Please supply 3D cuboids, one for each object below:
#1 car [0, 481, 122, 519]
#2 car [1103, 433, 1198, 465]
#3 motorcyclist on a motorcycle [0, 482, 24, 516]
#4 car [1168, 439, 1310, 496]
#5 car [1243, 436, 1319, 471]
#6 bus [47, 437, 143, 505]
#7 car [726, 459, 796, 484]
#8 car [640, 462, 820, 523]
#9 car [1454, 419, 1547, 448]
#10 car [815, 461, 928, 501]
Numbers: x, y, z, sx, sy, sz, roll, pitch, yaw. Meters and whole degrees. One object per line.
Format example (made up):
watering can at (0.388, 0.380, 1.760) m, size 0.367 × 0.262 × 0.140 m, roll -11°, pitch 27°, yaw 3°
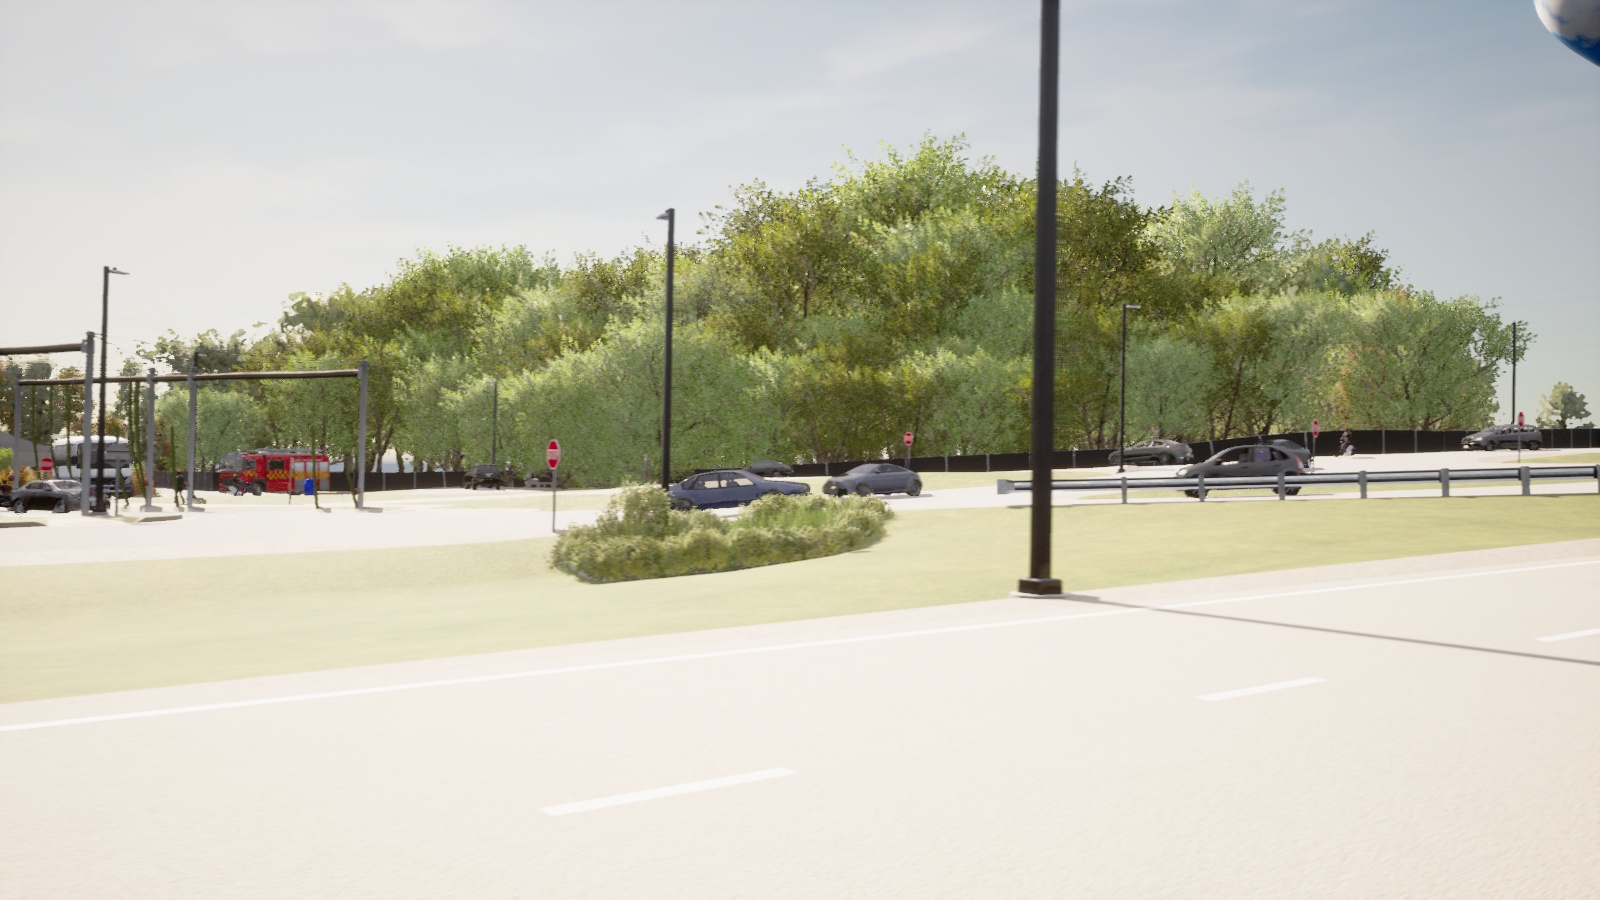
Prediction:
car at (-30.499, 2.065, 51.784) m, size 4.902 × 1.511 × 2.128 m, roll -2°, pitch -2°, yaw 29°
car at (21.029, -0.016, 75.436) m, size 2.152 × 1.651 × 5.027 m, roll 1°, pitch -4°, yaw -44°
motorcyclist on a motorcycle at (-39.830, 2.446, 62.695) m, size 2.350 × 1.649 × 0.766 m, roll -1°, pitch -2°, yaw 29°
car at (13.770, 0.575, 39.604) m, size 3.988 × 1.617 × 1.851 m, roll -2°, pitch -2°, yaw 13°
car at (23.112, 0.152, 60.305) m, size 3.633 × 1.501 × 1.845 m, roll -4°, pitch 2°, yaw -40°
bus at (-46.974, 1.387, 83.460) m, size 3.944 × 4.253 × 10.273 m, roll -1°, pitch -1°, yaw -39°
car at (-2.794, 1.518, 90.061) m, size 4.674 × 1.442 × 1.812 m, roll -4°, pitch -1°, yaw 10°
car at (-2.188, 1.347, 40.190) m, size 5.357 × 1.411 × 2.033 m, roll -5°, pitch -1°, yaw 7°
car at (43.862, -1.011, 78.679) m, size 4.611 × 1.667 × 2.242 m, roll -1°, pitch 0°, yaw -5°
car at (2.908, 1.230, 50.548) m, size 4.181 × 1.385 × 1.994 m, roll -2°, pitch 1°, yaw -35°
